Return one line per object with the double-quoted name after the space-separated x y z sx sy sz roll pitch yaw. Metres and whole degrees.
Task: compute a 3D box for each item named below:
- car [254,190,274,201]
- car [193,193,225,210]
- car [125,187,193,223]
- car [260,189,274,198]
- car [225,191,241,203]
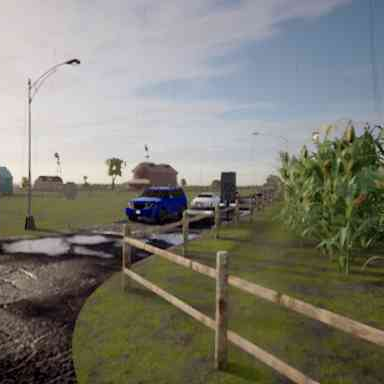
10.183 0.432 48.029 2.128 1.511 4.902 1 2 18 "car"
1.370 0.810 30.873 1.812 1.442 4.674 1 2 19 "car"
-2.084 0.721 21.457 2.150 2.045 5.566 1 2 21 "car"
13.012 0.292 57.489 1.994 1.385 4.181 1 2 16 "car"
4.739 0.571 40.630 1.837 1.490 4.892 1 1 19 "car"
